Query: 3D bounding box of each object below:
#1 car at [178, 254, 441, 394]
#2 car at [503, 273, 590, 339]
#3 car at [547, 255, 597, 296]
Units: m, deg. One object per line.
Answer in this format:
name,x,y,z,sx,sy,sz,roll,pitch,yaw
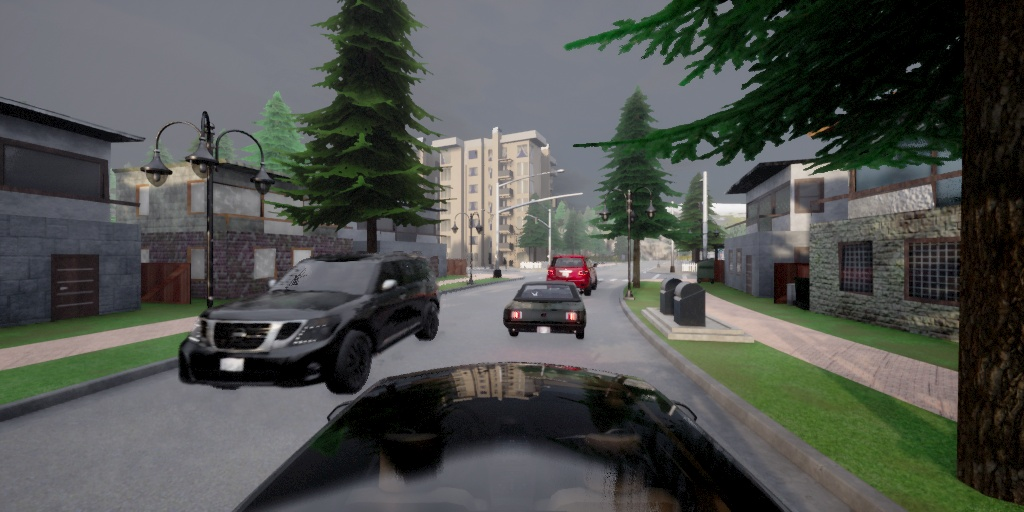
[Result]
car,-3.116,0.971,7.114,2.150,2.045,5.566,0,0,6
car,1.073,1.351,10.135,1.895,1.301,4.718,0,0,9
car,3.369,0.971,19.631,2.150,2.045,5.566,0,0,18
